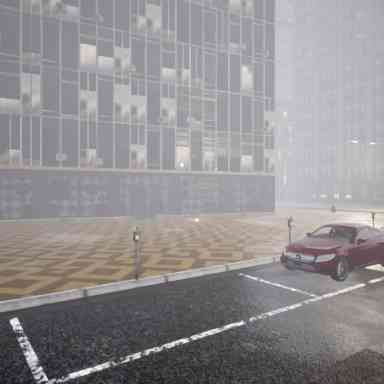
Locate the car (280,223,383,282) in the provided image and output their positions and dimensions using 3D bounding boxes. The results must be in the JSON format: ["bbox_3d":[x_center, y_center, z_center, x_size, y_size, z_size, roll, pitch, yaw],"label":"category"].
[{"bbox_3d":[4.404,1.579,9.712,4.206,1.307,1.802,0,0,-36],"label":"car"}]
